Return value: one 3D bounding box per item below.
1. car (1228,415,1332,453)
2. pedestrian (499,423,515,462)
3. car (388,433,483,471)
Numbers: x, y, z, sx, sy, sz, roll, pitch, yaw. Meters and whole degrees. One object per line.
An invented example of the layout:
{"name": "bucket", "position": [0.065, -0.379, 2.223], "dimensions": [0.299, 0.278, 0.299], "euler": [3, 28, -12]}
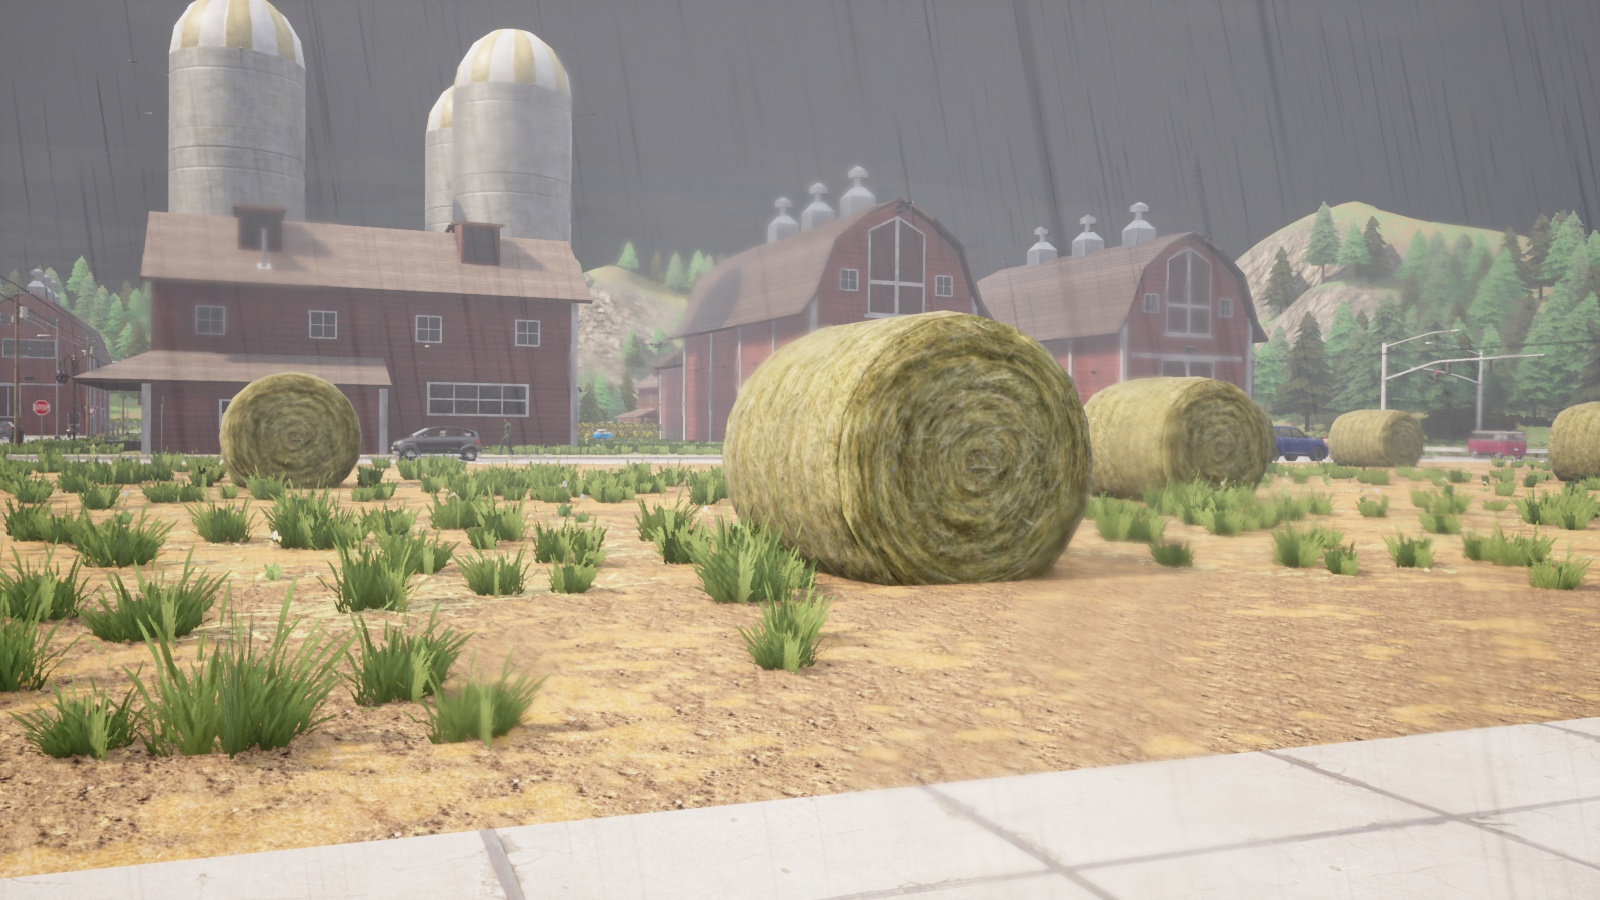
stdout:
{"name": "car", "position": [26.799, -0.907, 70.106], "dimensions": [5.566, 2.045, 2.150], "euler": [-1, 1, -25]}
{"name": "pedestrian", "position": [-13.917, -0.352, 59.588], "dimensions": [0.614, 1.847, 0.353], "euler": [-1, 1, -40]}
{"name": "car", "position": [-15.761, 0.071, 54.360], "dimensions": [3.705, 1.549, 1.789], "euler": [-1, 1, -25]}
